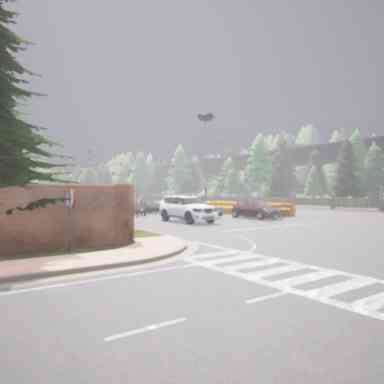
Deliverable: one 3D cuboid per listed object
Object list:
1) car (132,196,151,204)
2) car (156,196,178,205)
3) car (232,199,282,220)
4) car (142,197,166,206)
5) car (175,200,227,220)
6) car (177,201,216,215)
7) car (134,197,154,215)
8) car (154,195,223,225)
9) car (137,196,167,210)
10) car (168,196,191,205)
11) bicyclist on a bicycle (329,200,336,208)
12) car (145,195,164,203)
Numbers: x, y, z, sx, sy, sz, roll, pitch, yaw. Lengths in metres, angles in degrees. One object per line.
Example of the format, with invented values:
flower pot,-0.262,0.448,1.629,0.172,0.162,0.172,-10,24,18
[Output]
car,-10.829,1.606,70.578,1.882,1.535,5.008,0,0,-35
car,-4.732,1.606,62.111,1.882,1.535,5.008,0,0,-35
car,5.568,1.437,28.976,2.097,1.767,4.553,0,0,-35
car,-6.839,1.606,59.028,2.128,1.511,4.902,0,0,-35
car,0.736,1.563,29.747,2.128,1.511,4.902,0,0,-35
car,0.381,1.686,36.318,1.895,1.301,4.718,0,0,-35
car,-6.162,1.549,33.453,2.128,1.511,4.902,0,0,-35
car,-0.392,1.279,25.285,2.150,2.045,5.566,0,0,-35
car,-5.357,1.437,44.461,2.097,1.767,4.553,0,0,-35
car,-2.437,1.633,64.822,2.128,1.511,4.902,0,0,-35
bicyclist on a bicycle,19.798,1.474,46.934,1.656,1.620,0.582,0,0,-35
car,-8.209,1.497,72.932,2.097,1.767,4.553,0,0,-35
